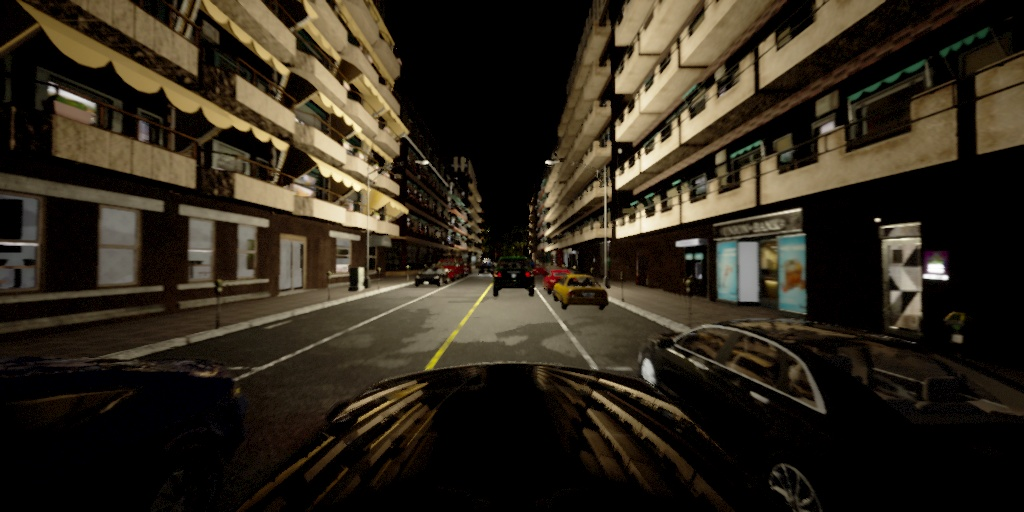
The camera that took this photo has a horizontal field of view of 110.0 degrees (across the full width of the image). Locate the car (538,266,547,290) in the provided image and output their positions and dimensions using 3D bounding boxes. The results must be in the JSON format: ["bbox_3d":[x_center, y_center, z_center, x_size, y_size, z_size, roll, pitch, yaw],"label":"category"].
[{"bbox_3d":[2.688,1.418,20.350,1.802,1.307,4.207,0,0,0],"label":"car"}]

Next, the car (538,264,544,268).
[{"bbox_3d":[2.685,1.496,37.063,1.802,1.307,4.207,0,0,0],"label":"car"}]

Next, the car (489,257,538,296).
[{"bbox_3d":[0.084,1.058,20.169,2.150,2.045,5.566,0,0,0],"label":"car"}]

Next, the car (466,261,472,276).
[{"bbox_3d":[-5.695,1.228,37.101,2.192,1.841,5.009,0,0,0],"label":"car"}]

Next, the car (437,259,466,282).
[{"bbox_3d":[-5.694,1.202,31.530,2.192,1.841,5.009,0,0,0],"label":"car"}]

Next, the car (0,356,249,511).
[{"bbox_3d":[-3.107,1.273,1.145,1.812,1.442,4.674,0,0,0],"label":"car"}]

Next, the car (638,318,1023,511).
[{"bbox_3d":[2.690,1.310,3.636,2.007,1.370,4.403,0,0,0],"label":"car"}]

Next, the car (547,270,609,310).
[{"bbox_3d":[2.689,1.336,14.948,1.751,1.417,4.829,0,0,0],"label":"car"}]

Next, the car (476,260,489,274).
[{"bbox_3d":[-3.054,1.496,44.483,2.033,1.411,5.357,0,0,0],"label":"car"}]

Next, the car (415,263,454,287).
[{"bbox_3d":[-5.694,1.428,25.959,1.948,1.339,4.313,0,0,0],"label":"car"}]
